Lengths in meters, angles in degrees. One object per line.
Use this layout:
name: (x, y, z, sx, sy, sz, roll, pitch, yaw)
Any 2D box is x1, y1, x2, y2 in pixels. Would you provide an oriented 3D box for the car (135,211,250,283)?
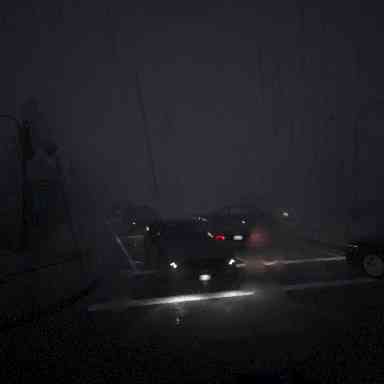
car: (-0.371, 1.543, 10.104, 2.033, 1.411, 5.357, 0, 0, -15)

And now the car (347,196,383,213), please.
car: (15.610, 1.356, 29.180, 1.970, 1.475, 3.806, 0, 0, -17)

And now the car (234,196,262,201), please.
car: (7.389, 1.288, 46.145, 2.007, 1.523, 4.514, 0, 0, -17)

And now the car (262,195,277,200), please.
car: (10.378, 1.278, 47.098, 2.152, 1.636, 5.027, 0, 0, -17)

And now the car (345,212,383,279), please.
car: (6.527, 1.475, 8.231, 5.008, 1.535, 1.882, 0, 0, 39)

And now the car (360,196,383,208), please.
car: (23.932, 1.274, 43.159, 1.845, 1.501, 3.633, 0, 0, -17)

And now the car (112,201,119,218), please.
car: (-6.246, 1.515, 30.096, 2.033, 1.411, 5.357, 0, 0, -17)

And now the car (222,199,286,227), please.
car: (2.851, 1.467, 19.899, 5.357, 1.411, 2.033, -3, 1, -15)

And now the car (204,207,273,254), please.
car: (1.352, 1.538, 13.391, 2.033, 1.411, 5.357, 0, 0, -4)

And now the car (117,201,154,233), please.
car: (-3.095, 1.529, 19.941, 2.033, 1.411, 5.357, 0, 0, -17)
